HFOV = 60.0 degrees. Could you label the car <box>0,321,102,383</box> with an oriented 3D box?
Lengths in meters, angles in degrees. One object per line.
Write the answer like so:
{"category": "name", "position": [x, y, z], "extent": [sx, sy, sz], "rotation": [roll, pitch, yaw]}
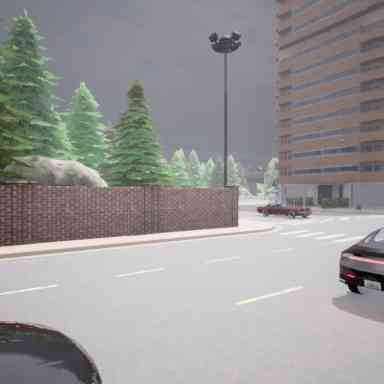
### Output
{"category": "car", "position": [-2.905, 1.491, 1.666], "extent": [4.902, 1.511, 2.128], "rotation": [0, 0, -36]}

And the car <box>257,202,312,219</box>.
{"category": "car", "position": [7.979, 1.545, 28.982], "extent": [1.895, 1.301, 4.718], "rotation": [0, 0, -35]}

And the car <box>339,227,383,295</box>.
{"category": "car", "position": [5.290, 1.492, 7.515], "extent": [4.902, 1.511, 2.128], "rotation": [0, 0, -36]}
